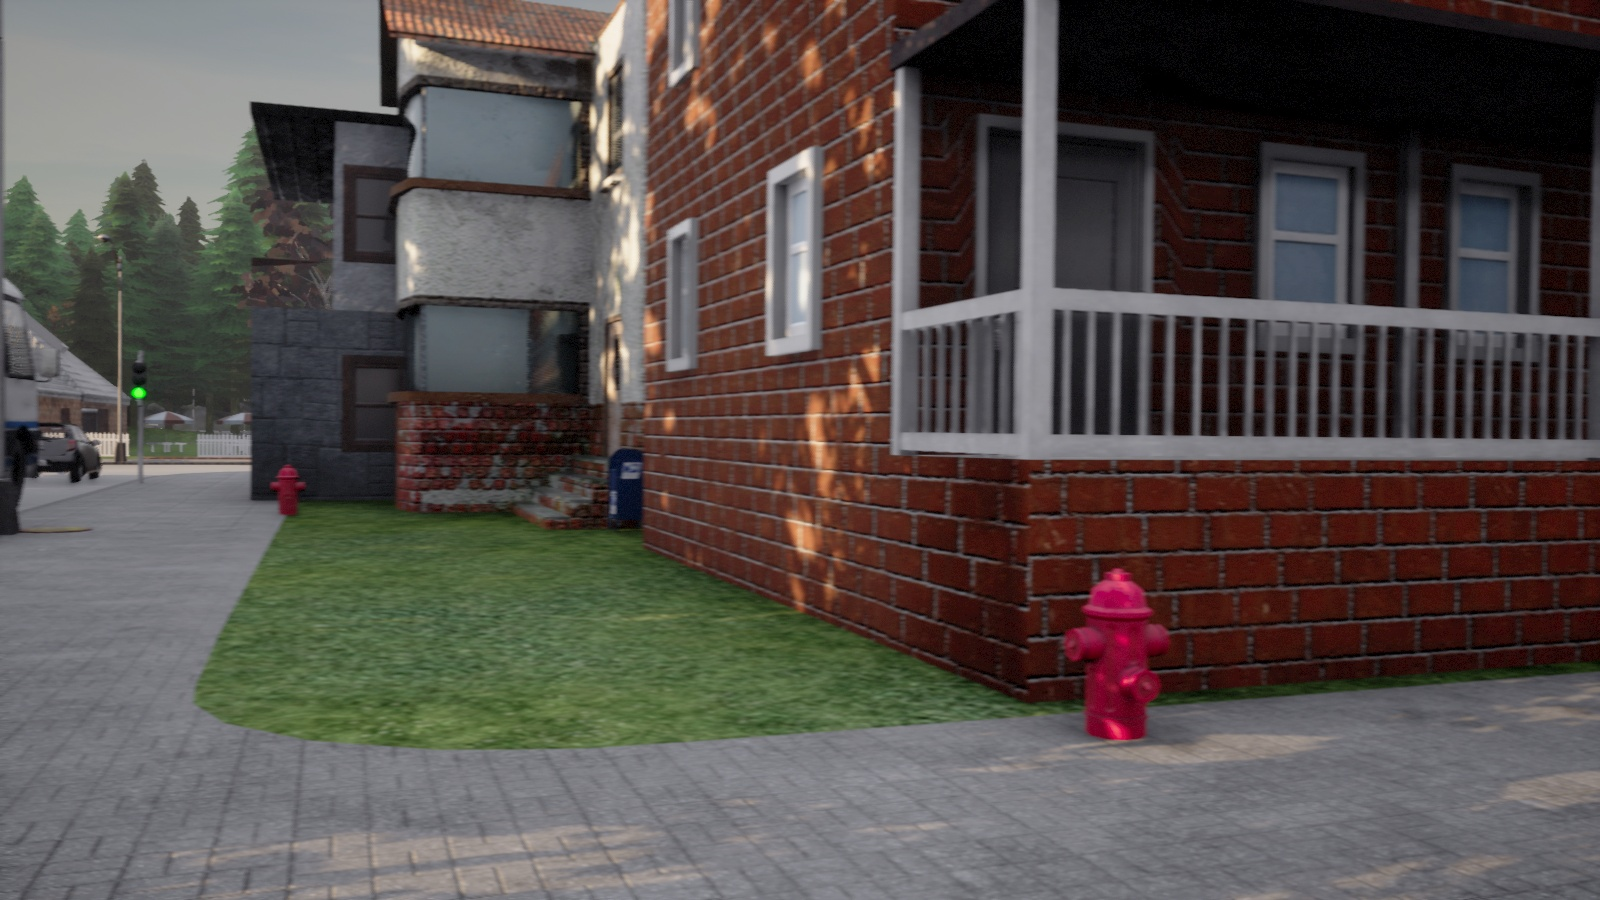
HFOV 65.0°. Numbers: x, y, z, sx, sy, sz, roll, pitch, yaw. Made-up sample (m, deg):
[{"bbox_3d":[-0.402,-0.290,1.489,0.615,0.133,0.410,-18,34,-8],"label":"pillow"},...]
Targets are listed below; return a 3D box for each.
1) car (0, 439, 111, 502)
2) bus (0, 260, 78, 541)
[{"bbox_3d":[-19.138,0.482,32.384,1.845,1.501,3.633,-1,1,-20],"label":"car"},{"bbox_3d":[-14.030,-0.734,18.530,3.944,4.253,10.273,-1,1,-19],"label":"bus"}]
